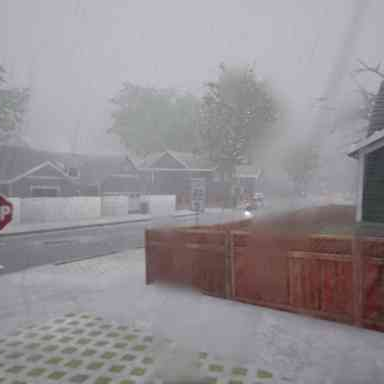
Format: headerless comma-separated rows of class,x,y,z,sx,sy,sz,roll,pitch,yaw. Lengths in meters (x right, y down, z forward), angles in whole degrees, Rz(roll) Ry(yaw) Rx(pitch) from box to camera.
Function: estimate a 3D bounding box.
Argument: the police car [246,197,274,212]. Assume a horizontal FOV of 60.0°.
police car,7.857,1.397,38.396,2.038,1.542,4.974,3,2,30
